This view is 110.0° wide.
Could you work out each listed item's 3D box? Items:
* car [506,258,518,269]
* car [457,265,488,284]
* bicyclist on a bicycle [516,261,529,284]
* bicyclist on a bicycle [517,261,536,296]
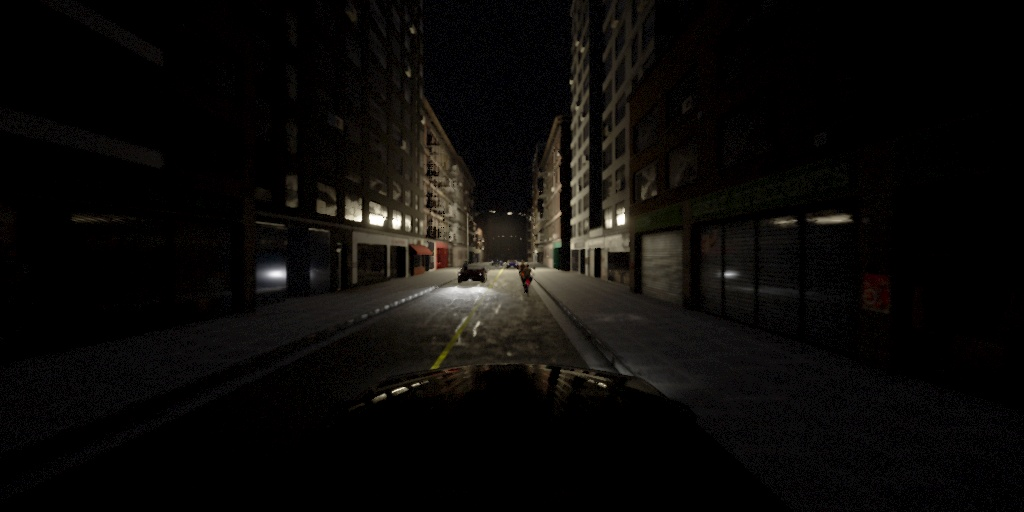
[{"bbox_3d":[0.047,1.318,56.840,1.895,1.301,4.718,0,0,0],"label":"car"},{"bbox_3d":[-2.850,1.326,26.542,1.895,1.301,4.718,0,0,0],"label":"car"},{"bbox_3d":[0.761,1.162,26.386,0.866,1.612,1.509,0,0,0],"label":"bicyclist on a bicycle"},{"bbox_3d":[0.771,1.169,17.928,0.866,1.612,1.509,0,0,0],"label":"bicyclist on a bicycle"}]
